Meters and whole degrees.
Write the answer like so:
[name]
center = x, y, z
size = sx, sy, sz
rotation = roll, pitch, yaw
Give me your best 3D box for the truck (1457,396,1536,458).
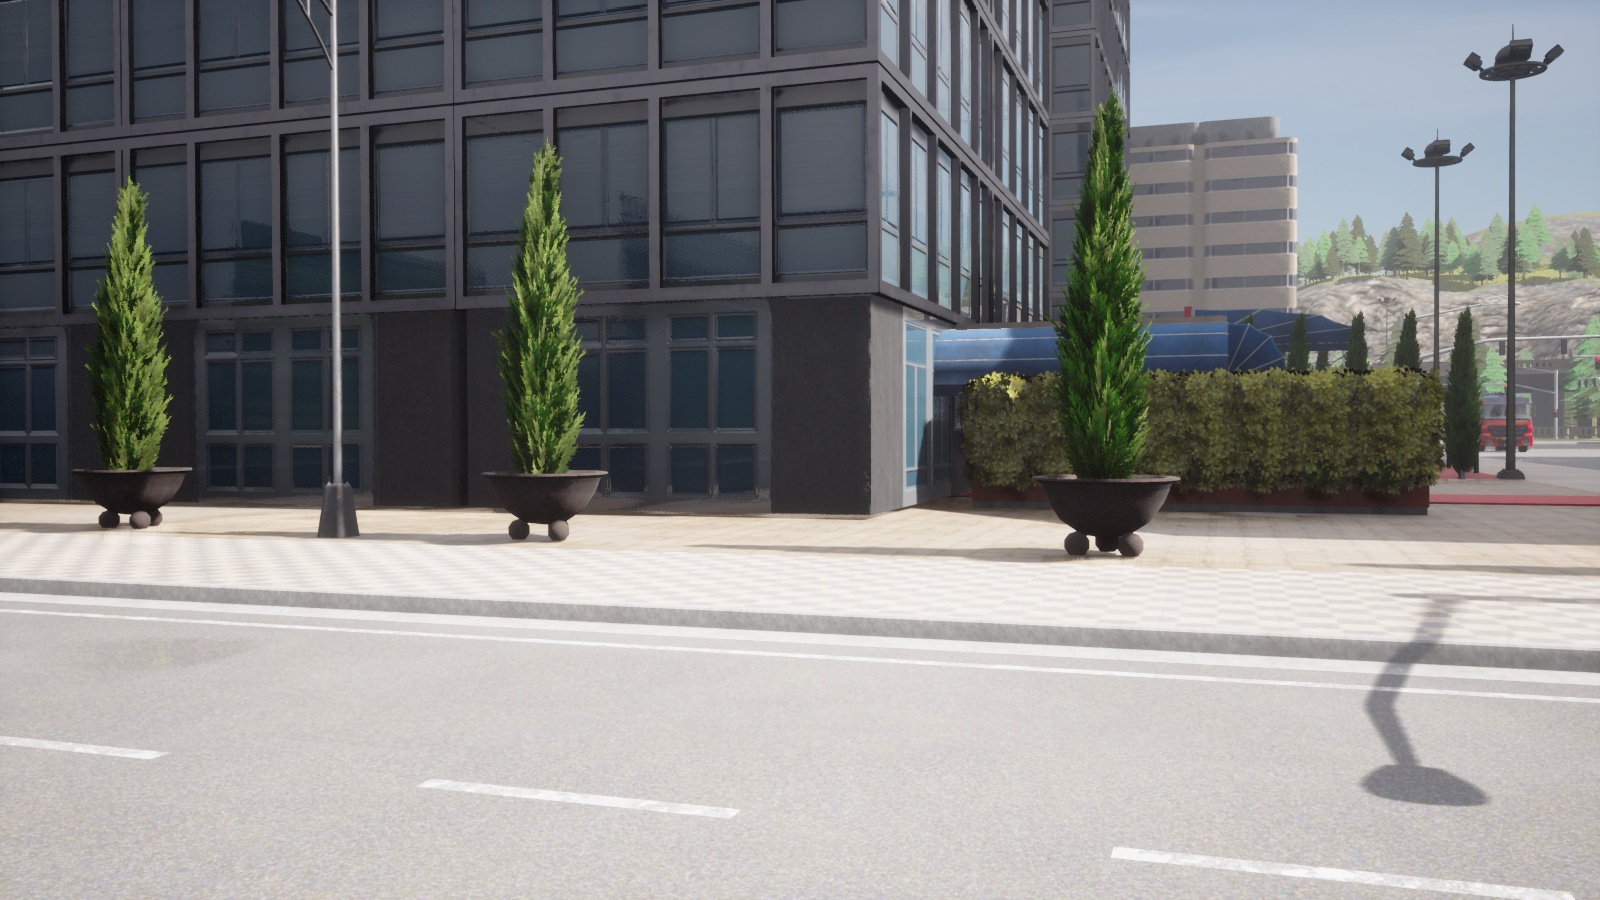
[truck]
center = 44.961, -1.470, 81.260
size = 2.891, 3.827, 8.468
rotation = 1, 1, 18
